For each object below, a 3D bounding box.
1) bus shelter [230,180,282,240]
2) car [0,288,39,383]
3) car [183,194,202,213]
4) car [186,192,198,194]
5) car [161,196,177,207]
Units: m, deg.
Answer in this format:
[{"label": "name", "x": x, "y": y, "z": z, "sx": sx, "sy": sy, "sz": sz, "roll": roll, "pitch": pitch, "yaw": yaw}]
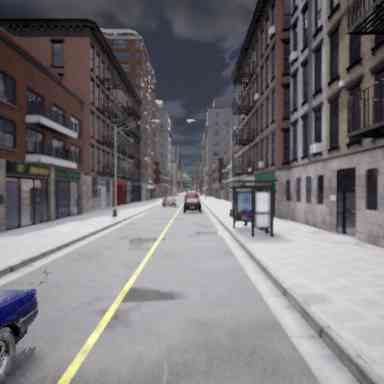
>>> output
[{"label": "bus shelter", "x": 3.130, "y": 0.808, "z": 17.097, "sx": 1.920, "sy": 2.740, "sz": 3.880, "roll": 0, "pitch": 0, "yaw": 0}, {"label": "car", "x": -3.102, "y": 1.590, "z": 2.498, "sx": 1.895, "sy": 1.301, "sz": 4.718, "roll": 0, "pitch": 0, "yaw": 0}, {"label": "car", "x": 0.056, "y": 1.337, "z": 35.175, "sx": 1.882, "sy": 1.535, "sz": 5.008, "roll": 0, "pitch": 0, "yaw": 0}, {"label": "car", "x": -0.010, "y": 1.034, "z": 46.920, "sx": 2.150, "sy": 2.045, "sz": 5.566, "roll": 0, "pitch": 1, "yaw": 0}, {"label": "car", "x": -3.097, "y": 1.338, "z": 45.977, "sx": 1.812, "sy": 1.442, "sz": 4.674, "roll": 0, "pitch": 0, "yaw": 0}]
